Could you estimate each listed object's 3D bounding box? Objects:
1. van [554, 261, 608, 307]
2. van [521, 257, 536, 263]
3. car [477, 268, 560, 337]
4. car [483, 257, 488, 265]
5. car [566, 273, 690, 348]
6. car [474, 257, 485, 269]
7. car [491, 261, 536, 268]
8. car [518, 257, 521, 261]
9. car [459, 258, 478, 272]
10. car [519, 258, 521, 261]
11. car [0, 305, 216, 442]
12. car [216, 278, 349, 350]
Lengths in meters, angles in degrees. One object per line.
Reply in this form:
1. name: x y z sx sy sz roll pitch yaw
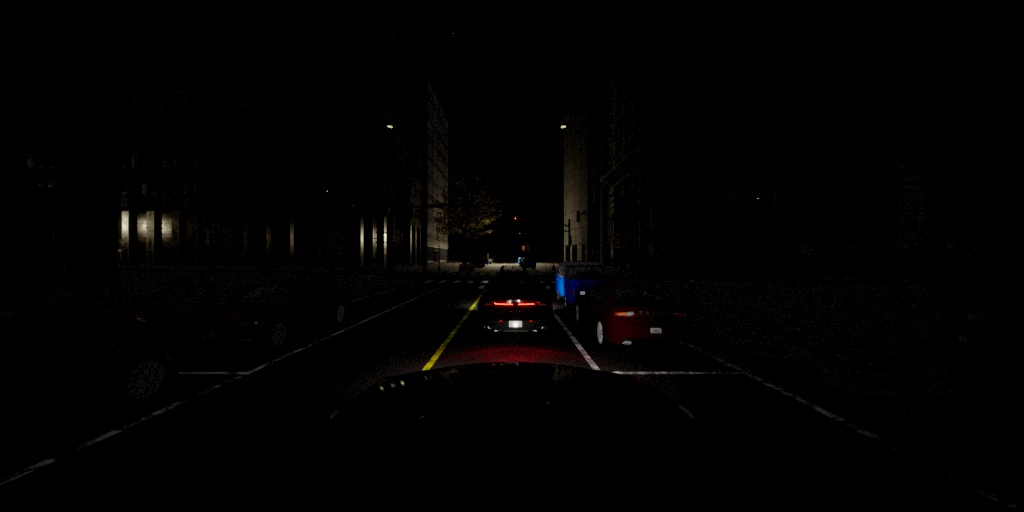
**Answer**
1. van: 2.736 1.093 14.629 1.690 1.789 3.998 0 0 0
2. van: 2.596 1.116 52.613 1.690 1.789 3.998 0 0 0
3. car: 0.074 1.256 10.339 1.837 1.490 4.892 0 0 0
4. car: -5.964 1.101 63.056 2.192 1.841 5.009 0 0 0
5. car: 2.753 1.296 9.104 1.888 1.381 4.507 0 0 0
6. car: -5.946 1.326 57.767 1.888 1.381 4.507 0 0 0
7. car: 0.048 1.245 19.758 2.128 1.511 4.902 0 0 -1
8. car: 2.560 1.331 63.439 1.888 1.381 4.507 0 0 0
9. car: -5.917 1.296 47.017 1.751 1.417 4.829 0 0 0
10. car: 2.578 1.346 58.026 1.948 1.339 4.313 0 0 0
11. car: -5.782 1.295 3.569 1.888 1.381 4.507 0 0 0
12. car: -5.802 1.296 9.094 1.888 1.381 4.507 0 0 0
